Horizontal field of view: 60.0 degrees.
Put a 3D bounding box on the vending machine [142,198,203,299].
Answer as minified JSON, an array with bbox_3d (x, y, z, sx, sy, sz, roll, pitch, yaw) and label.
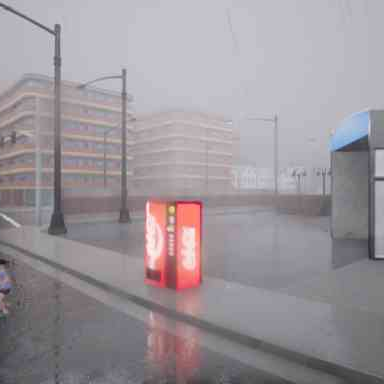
[{"bbox_3d":[-0.439,1.192,7.684,1.100,2.100,0.880,0,0,-44],"label":"vending machine"}]

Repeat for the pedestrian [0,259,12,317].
[{"bbox_3d":[-3.393,1.670,6.044,0.500,1.100,0.500,0,0,-43],"label":"pedestrian"}]
